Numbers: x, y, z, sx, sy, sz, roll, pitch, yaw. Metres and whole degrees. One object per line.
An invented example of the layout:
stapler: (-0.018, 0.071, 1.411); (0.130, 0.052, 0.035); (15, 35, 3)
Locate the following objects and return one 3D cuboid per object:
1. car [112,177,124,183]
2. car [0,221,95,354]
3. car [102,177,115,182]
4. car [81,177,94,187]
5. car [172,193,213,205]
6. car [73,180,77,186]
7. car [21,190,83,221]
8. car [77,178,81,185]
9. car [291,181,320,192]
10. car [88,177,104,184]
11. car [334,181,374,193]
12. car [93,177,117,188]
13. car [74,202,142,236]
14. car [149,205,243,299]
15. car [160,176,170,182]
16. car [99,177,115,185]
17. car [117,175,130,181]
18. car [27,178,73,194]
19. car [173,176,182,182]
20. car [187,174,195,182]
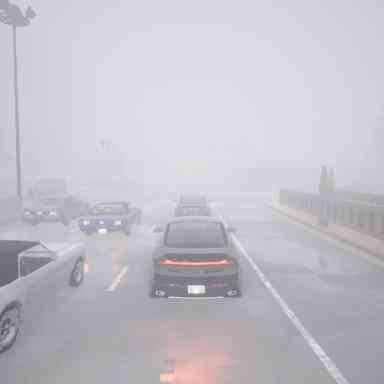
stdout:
car: (-17.858, -2.906, 80.280); (1.994, 1.385, 4.181); (0, 3, 0)
car: (-3.421, 1.506, 5.915); (1.895, 1.301, 4.718); (0, 2, 0)
car: (-21.382, -3.238, 85.504); (2.033, 1.411, 5.357); (0, 3, 0)
car: (-17.825, -1.769, 60.477); (2.128, 1.511, 4.902); (0, 3, 0)
car: (0.036, 0.838, 17.511); (1.837, 1.490, 4.892); (0, 3, -1)
car: (-21.322, -1.331, 55.043); (1.895, 1.301, 4.718); (0, 3, 0)
car: (-6.967, 0.868, 17.674); (2.033, 1.411, 5.357); (0, 3, 0)
car: (-21.303, -1.946, 63.971); (1.812, 1.442, 4.674); (0, 4, 0)
car: (15.024, -0.643, 42.380); (4.674, 1.442, 1.812); (0, 3, 2)
car: (-21.330, -2.571, 74.295); (2.128, 1.511, 4.902); (0, 3, 0)
car: (18.467, -0.473, 38.770); (5.008, 1.535, 1.882); (0, 3, 2)
car: (-14.290, -1.463, 55.182); (1.882, 1.535, 5.008); (0, 4, -1)
car: (-3.456, 1.079, 15.041); (1.895, 1.301, 4.718); (0, 3, 0)
car: (0.071, 1.338, 8.132); (1.837, 1.490, 4.892); (0, 2, 0)
car: (-7.395, -3.428, 88.377); (1.812, 1.442, 4.674); (0, 3, 0)
car: (-17.812, -2.327, 70.258); (2.128, 1.511, 4.902); (0, 3, 0)
car: (-14.308, -2.585, 69.551); (2.150, 2.045, 5.566); (0, 3, 0)
car: (-14.241, -0.390, 33.220); (2.150, 2.045, 5.566); (0, 3, 0)
car: (-3.895, -3.430, 88.393); (1.812, 1.442, 4.674); (0, 3, 0)
car: (-0.401, -3.503, 89.674); (2.128, 1.511, 4.902); (0, 3, 0)
